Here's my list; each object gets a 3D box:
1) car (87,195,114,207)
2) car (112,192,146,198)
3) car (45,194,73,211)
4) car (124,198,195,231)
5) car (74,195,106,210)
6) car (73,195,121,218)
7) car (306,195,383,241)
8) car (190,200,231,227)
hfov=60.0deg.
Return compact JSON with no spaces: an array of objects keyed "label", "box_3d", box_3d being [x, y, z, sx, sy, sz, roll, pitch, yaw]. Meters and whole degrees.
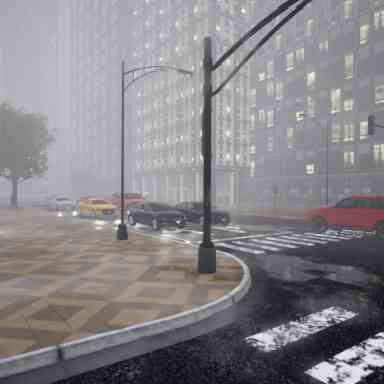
[{"label":"car","box_3d":[-12.308,1.143,44.583,1.882,1.535,5.008,0,0,-37]},{"label":"car","box_3d":[-5.535,1.008,29.710,2.150,2.045,5.566,0,0,-37]},{"label":"car","box_3d":[-13.954,1.216,35.589,1.812,1.442,4.674,0,0,-37]},{"label":"car","box_3d":[-2.174,1.357,19.762,1.837,1.490,4.892,0,0,-37]},{"label":"car","box_3d":[-11.700,1.177,38.008,1.882,1.535,5.008,0,0,-37]},{"label":"car","box_3d":[-7.830,1.254,27.356,1.882,1.535,5.008,0,0,-37]},{"label":"car","box_3d":[8.513,1.177,16.632,2.150,2.045,5.566,0,0,-37]},{"label":"car","box_3d":[0.400,1.344,21.748,1.882,1.535,5.008,0,0,-37]}]
